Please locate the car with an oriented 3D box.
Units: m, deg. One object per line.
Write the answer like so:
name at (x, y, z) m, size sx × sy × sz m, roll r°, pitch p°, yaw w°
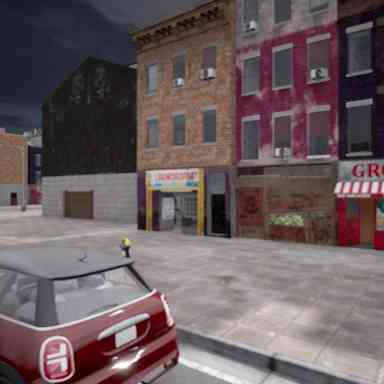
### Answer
car at (-2.226, 1.440, 4.395) m, size 4.097 × 1.590 × 1.967 m, roll 0°, pitch 0°, yaw 35°
